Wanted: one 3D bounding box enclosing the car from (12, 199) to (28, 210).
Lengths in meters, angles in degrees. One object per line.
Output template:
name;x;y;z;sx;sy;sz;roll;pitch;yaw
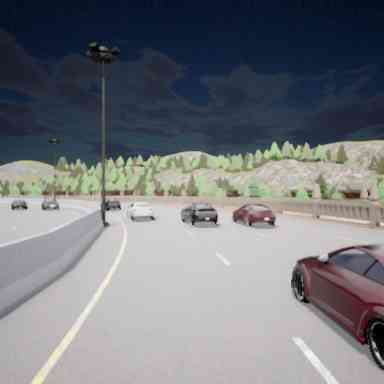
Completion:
car;-23.594;1.726;45.586;2.033;1.411;5.357;0;0;-30

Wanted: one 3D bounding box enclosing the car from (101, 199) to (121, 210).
car;-10.845;1.613;44.417;2.128;1.511;4.902;0;0;-27

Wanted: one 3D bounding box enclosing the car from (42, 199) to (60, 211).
car;-18.553;1.644;43.652;2.128;1.511;4.902;0;0;-28

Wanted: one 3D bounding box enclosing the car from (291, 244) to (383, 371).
car;3.227;1.559;5.595;1.994;1.385;4.181;0;0;-3

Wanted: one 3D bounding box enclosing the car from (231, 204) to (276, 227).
car;4.208;1.545;23.143;1.812;1.442;4.674;0;0;-12

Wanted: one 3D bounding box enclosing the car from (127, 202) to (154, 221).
car;-4.451;1.592;28.449;1.812;1.442;4.674;0;0;-17

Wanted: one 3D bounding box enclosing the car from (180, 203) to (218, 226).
car;0.435;1.528;23.808;2.128;1.511;4.902;0;0;-14
